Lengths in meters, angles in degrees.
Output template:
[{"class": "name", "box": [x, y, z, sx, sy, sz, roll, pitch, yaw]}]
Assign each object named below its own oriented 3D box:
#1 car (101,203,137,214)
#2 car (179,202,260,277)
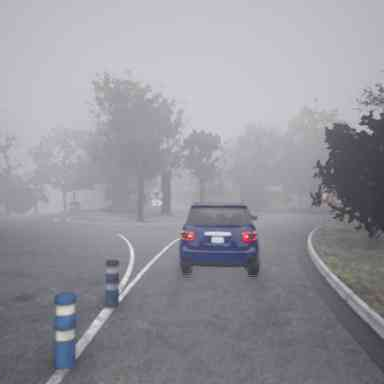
[{"class": "car", "box": [-10.158, 2.328, 47.764, 5.357, 1.411, 2.033, 1, -1, -31]}, {"class": "car", "box": [0.964, 1.328, 10.842, 2.150, 2.045, 5.566, 0, -1, 7]}]
